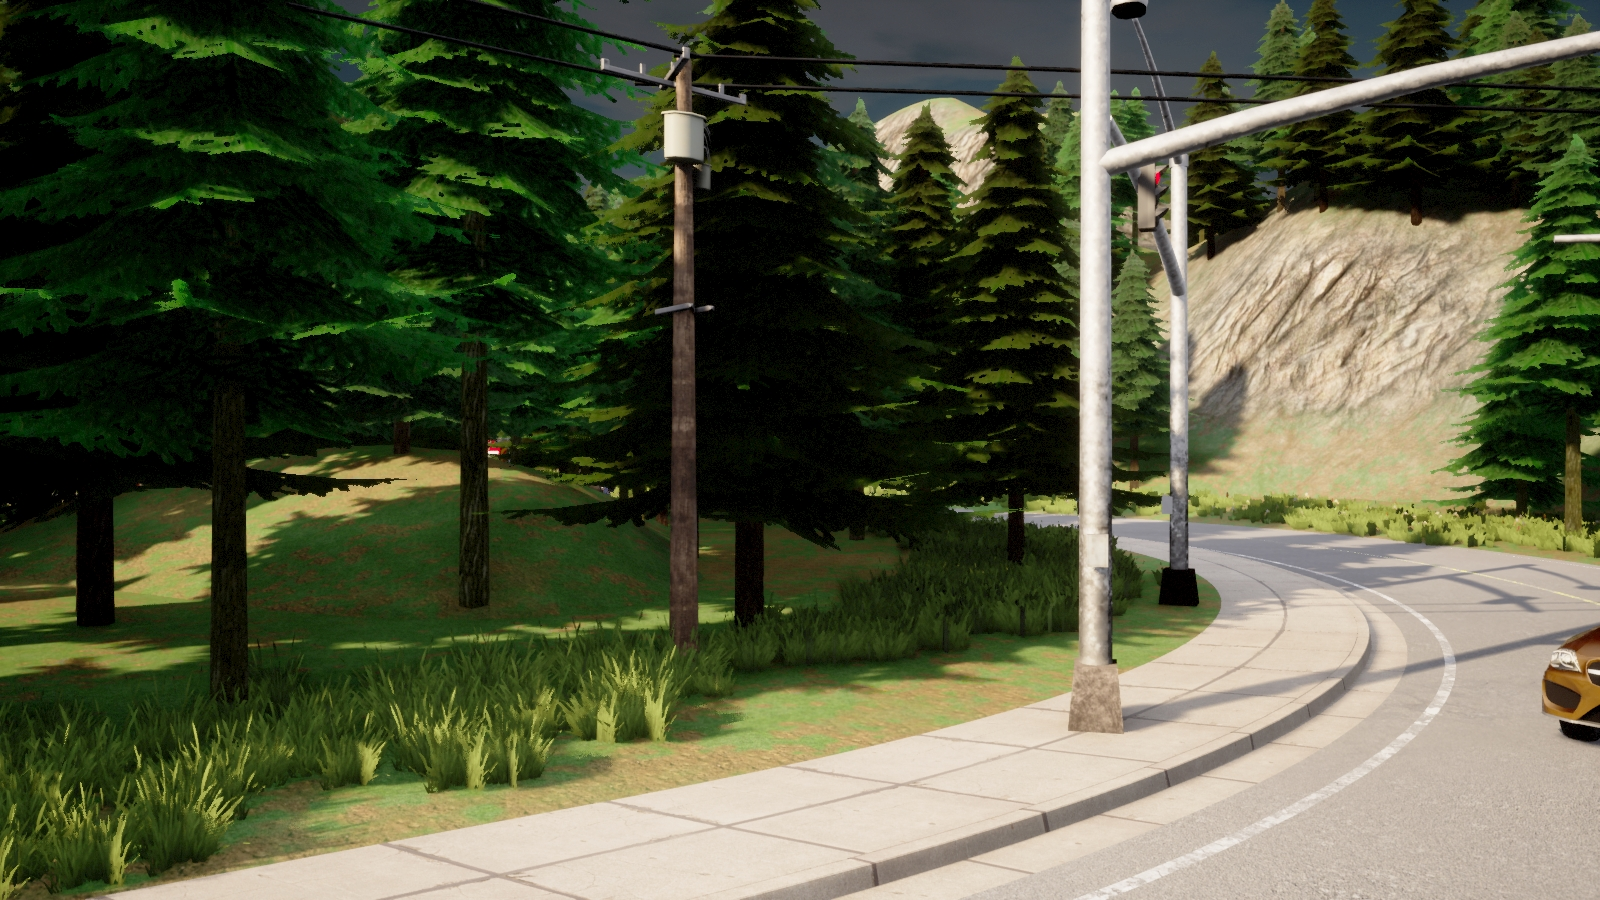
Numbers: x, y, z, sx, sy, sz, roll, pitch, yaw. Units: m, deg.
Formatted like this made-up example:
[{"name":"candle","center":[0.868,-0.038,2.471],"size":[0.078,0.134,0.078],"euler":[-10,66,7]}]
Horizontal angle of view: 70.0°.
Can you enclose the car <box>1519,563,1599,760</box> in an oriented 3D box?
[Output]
[{"name":"car","center":[9.577,1.970,11.147],"size":[5.027,1.651,2.152],"euler":[0,0,-29]}]
